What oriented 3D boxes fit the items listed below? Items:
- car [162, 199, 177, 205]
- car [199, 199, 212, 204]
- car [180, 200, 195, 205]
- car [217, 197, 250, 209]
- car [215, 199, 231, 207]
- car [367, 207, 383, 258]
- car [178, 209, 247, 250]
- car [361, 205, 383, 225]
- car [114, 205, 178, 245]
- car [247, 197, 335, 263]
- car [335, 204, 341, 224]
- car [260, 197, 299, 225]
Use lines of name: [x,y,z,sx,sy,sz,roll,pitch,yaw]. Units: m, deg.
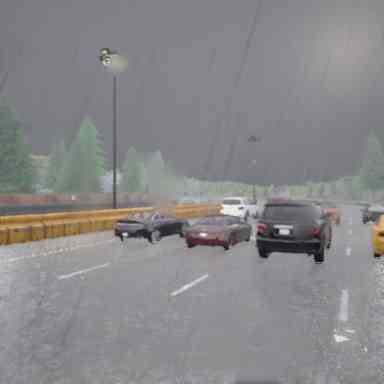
car: [-4.375,2.086,65.360,2.128,1.511,4.902,0,-1,16]
car: [2.648,2.100,64.567,1.812,1.442,4.674,0,0,16]
car: [-0.794,2.182,65.106,1.895,1.301,4.718,0,-1,15]
car: [4.270,1.484,29.343,2.150,2.045,5.566,0,0,26]
car: [5.972,2.109,63.437,2.033,1.411,5.357,0,-1,16]
car: [7.947,1.586,12.747,1.882,1.535,5.008,0,0,26]
car: [1.346,1.700,15.188,1.994,1.385,4.181,0,0,26]
car: [14.292,1.747,25.964,1.812,1.442,4.674,0,0,26]
car: [-1.833,1.644,16.659,2.128,1.511,4.902,0,0,26]
car: [4.054,1.337,12.780,2.150,2.045,5.566,0,0,26]
car: [10.934,1.585,27.060,2.097,1.767,4.553,0,-1,26]
car: [7.426,1.468,27.830,2.150,2.045,5.566,0,0,26]
